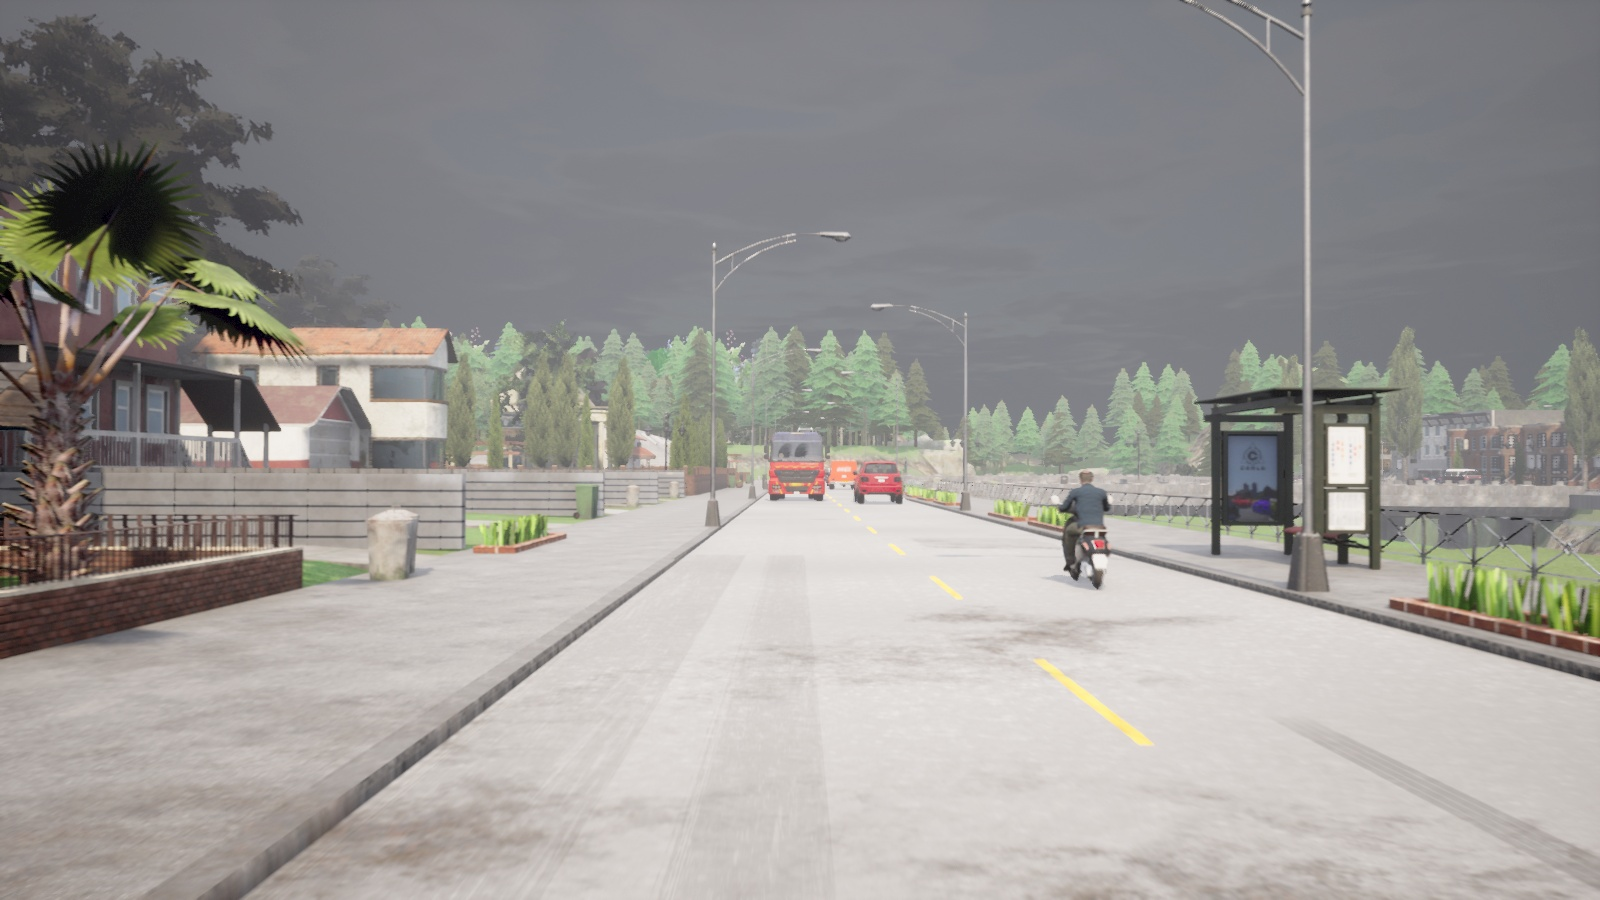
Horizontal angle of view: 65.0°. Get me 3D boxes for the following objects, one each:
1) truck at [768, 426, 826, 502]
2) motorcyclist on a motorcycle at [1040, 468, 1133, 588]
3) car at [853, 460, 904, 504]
[{"bbox_3d":[-0.163,0.778,67.366,2.891,3.827,8.468,0,-1,0],"label":"truck"},{"bbox_3d":[3.959,1.046,17.525,0.866,1.590,1.817,0,-1,0],"label":"motorcyclist on a motorcycle"},{"bbox_3d":[3.853,1.560,62.232,2.150,2.045,5.566,0,-1,0],"label":"car"}]
